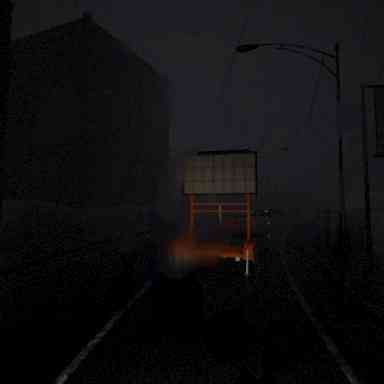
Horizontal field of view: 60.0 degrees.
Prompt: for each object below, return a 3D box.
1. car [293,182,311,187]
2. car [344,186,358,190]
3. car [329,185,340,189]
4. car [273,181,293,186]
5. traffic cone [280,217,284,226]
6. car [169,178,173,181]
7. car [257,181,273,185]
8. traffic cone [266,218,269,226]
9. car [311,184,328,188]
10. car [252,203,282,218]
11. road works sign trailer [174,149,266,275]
[{"bbox_3d":[24.323,-1.479,76.760,4.553,1.767,2.185,2,-5,-26],"label":"car"},{"bbox_3d":[38.948,-0.704,84.717,4.892,1.521,2.231,3,-5,-30],"label":"car"},{"bbox_3d":[34.246,-0.886,82.023,4.674,1.452,2.002,3,-5,-29],"label":"car"},{"bbox_3d":[19.366,-1.551,74.320,5.008,1.535,2.097,2,-5,-25],"label":"car"},{"bbox_3d":[6.121,2.032,22.699,0.340,0.580,0.340,-2,-1,17],"label":"traffic cone"},{"bbox_3d":[-5.940,-2.458,63.455,4.553,1.767,2.185,1,-5,-23],"label":"car"},{"bbox_3d":[14.336,-1.700,71.982,4.674,1.452,2.002,2,-5,-24],"label":"car"},{"bbox_3d":[5.170,2.063,22.988,0.340,0.580,0.340,-2,-1,16],"label":"traffic cone"},{"bbox_3d":[29.402,-1.110,79.388,4.792,1.488,2.163,2,-5,-27],"label":"car"},{"bbox_3d":[7.802,1.887,34.203,1.812,1.442,4.674,-3,-3,35],"label":"car"},{"bbox_3d":[0.922,0.487,10.660,2.380,3.560,2.880,-1,0,17],"label":"road works sign trailer"}]
